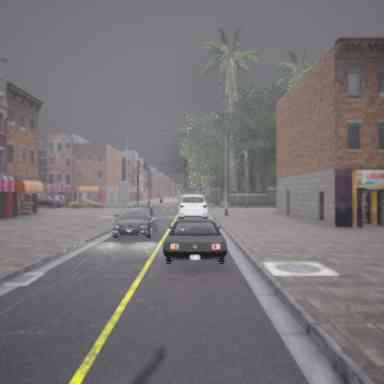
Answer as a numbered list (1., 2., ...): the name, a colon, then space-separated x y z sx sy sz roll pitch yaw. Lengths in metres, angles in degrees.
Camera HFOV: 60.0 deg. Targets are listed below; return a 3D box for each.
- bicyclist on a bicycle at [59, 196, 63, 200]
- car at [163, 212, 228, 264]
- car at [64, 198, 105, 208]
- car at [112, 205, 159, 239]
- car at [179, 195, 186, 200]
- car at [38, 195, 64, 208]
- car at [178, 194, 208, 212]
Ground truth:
1. bicyclist on a bicycle: -20.118 1.369 51.127 0.582 1.620 1.656 0 0 0
2. car: 0.101 1.598 11.800 1.895 1.301 4.718 0 0 0
3. car: -14.419 1.569 45.484 4.829 1.417 1.752 0 0 0
4. car: -2.840 1.502 17.432 1.837 1.490 4.892 0 0 0
5. car: -2.705 1.559 93.488 1.895 1.301 4.718 0 0 0
6. car: -20.041 1.373 45.480 5.009 1.841 2.192 0 0 0
7. car: 0.109 1.221 26.559 2.150 2.045 5.566 0 0 0
